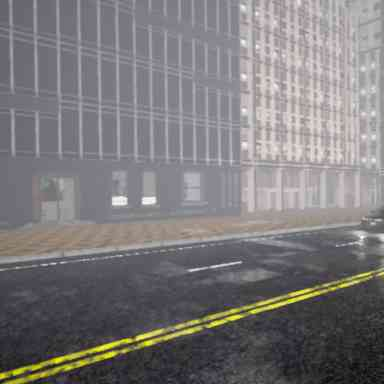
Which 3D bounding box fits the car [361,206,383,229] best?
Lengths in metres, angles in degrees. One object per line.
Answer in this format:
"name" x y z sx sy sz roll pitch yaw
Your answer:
"car" 12.206 1.530 20.263 4.674 1.442 1.812 0 0 -35
